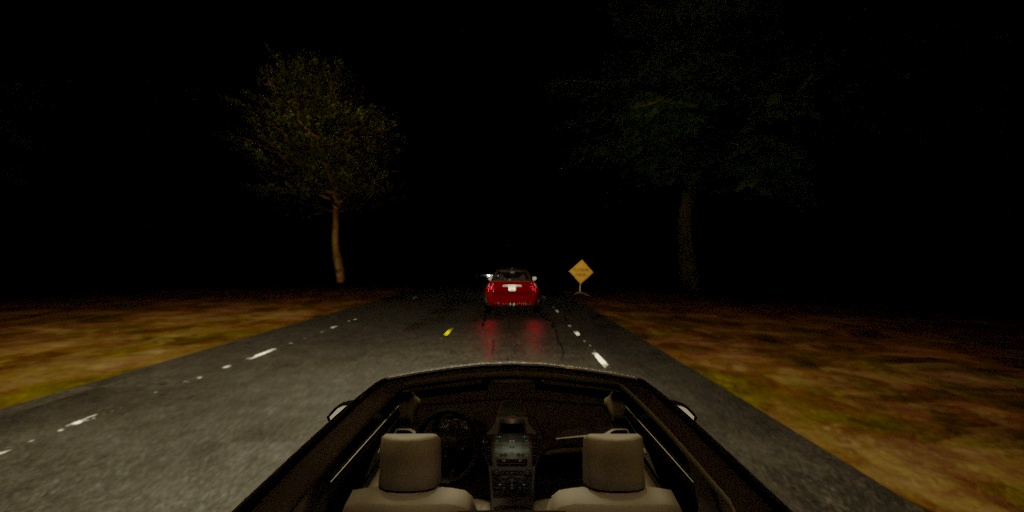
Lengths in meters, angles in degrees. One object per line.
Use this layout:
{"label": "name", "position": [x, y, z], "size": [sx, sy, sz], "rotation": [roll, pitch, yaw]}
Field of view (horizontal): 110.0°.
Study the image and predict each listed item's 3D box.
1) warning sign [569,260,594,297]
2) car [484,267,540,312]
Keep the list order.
{"label": "warning sign", "position": [3.549, 1.102, 18.795], "size": [1.300, 1.860, 1.060], "rotation": [0, 0, 0]}
{"label": "car", "position": [0.019, 1.275, 15.286], "size": [2.097, 1.767, 4.553], "rotation": [0, -1, 0]}
